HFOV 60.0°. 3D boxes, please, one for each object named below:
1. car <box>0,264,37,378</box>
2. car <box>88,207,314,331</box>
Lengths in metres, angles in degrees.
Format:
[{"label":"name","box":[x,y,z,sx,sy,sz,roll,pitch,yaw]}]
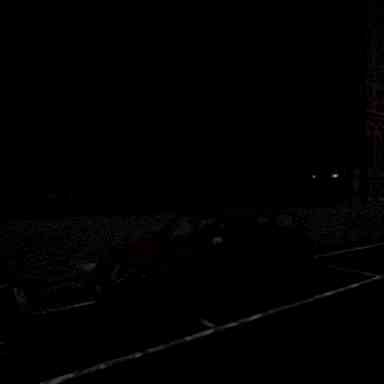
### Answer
[{"label":"car","box":[-4.101,1.448,3.728,4.097,1.590,1.967,0,0,-36]},{"label":"car","box":[0.491,1.287,7.004,5.009,1.841,2.192,0,0,-36]}]
